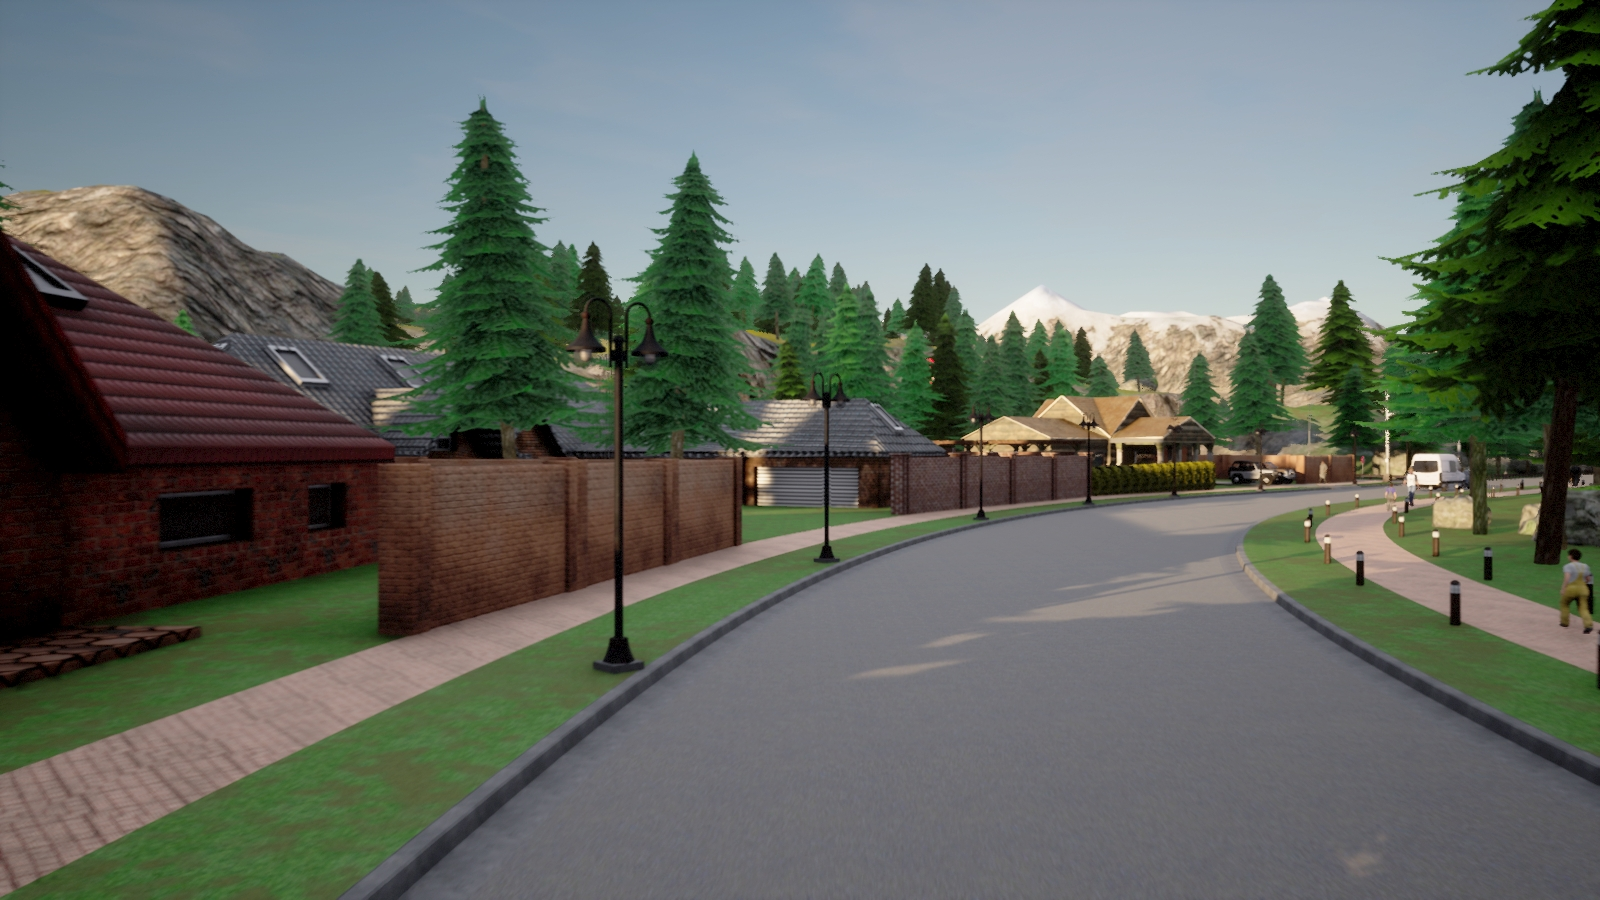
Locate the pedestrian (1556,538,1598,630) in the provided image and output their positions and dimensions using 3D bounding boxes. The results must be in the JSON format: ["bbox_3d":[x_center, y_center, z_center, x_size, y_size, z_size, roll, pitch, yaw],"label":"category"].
[{"bbox_3d":[11.335,1.946,16.675,0.375,1.300,0.375,0,0,9],"label":"pedestrian"}]

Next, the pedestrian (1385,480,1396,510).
[{"bbox_3d":[25.778,1.950,49.877,0.375,1.300,0.375,0,0,37],"label":"pedestrian"}]

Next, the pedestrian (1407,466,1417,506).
[{"bbox_3d":[28.504,1.672,53.211,0.375,1.860,0.375,0,0,38],"label":"pedestrian"}]
